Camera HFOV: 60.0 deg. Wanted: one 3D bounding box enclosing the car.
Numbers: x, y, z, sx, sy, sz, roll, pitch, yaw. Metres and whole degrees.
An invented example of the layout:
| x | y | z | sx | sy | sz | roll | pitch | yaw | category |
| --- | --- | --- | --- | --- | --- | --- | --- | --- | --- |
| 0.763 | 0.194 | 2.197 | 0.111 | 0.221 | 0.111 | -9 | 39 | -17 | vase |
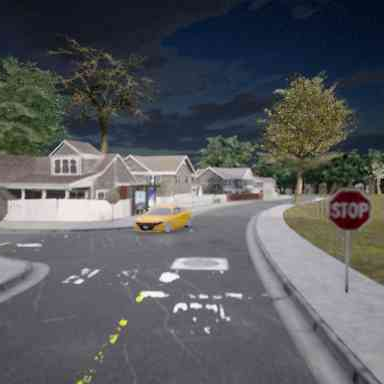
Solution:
| x | y | z | sx | sy | sz | roll | pitch | yaw | category |
| --- | --- | --- | --- | --- | --- | --- | --- | --- | --- |
| -1.530 | 1.537 | 19.741 | 1.882 | 1.535 | 5.008 | 0 | 1 | 21 | car |
